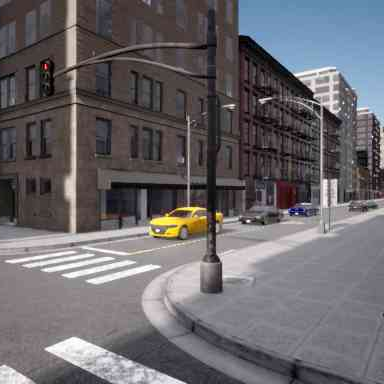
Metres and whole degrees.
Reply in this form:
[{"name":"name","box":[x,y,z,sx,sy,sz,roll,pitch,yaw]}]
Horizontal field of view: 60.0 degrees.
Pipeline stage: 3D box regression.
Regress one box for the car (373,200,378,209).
[{"name":"car","box":[27.777,1.904,52.043,1.994,1.385,4.181,0,0,35]}]

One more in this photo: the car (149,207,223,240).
[{"name":"car","box":[-0.188,1.575,17.872,1.882,1.535,5.008,0,0,35]}]

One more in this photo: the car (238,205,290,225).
[{"name":"car","box":[5.551,1.704,25.932,2.033,1.411,5.357,0,0,35]}]

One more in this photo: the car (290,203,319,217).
[{"name":"car","box":[11.535,1.815,34.314,1.895,1.301,4.718,0,0,36]}]

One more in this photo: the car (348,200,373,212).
[{"name":"car","box":[22.023,1.781,43.966,2.128,1.511,4.902,0,0,36]}]
